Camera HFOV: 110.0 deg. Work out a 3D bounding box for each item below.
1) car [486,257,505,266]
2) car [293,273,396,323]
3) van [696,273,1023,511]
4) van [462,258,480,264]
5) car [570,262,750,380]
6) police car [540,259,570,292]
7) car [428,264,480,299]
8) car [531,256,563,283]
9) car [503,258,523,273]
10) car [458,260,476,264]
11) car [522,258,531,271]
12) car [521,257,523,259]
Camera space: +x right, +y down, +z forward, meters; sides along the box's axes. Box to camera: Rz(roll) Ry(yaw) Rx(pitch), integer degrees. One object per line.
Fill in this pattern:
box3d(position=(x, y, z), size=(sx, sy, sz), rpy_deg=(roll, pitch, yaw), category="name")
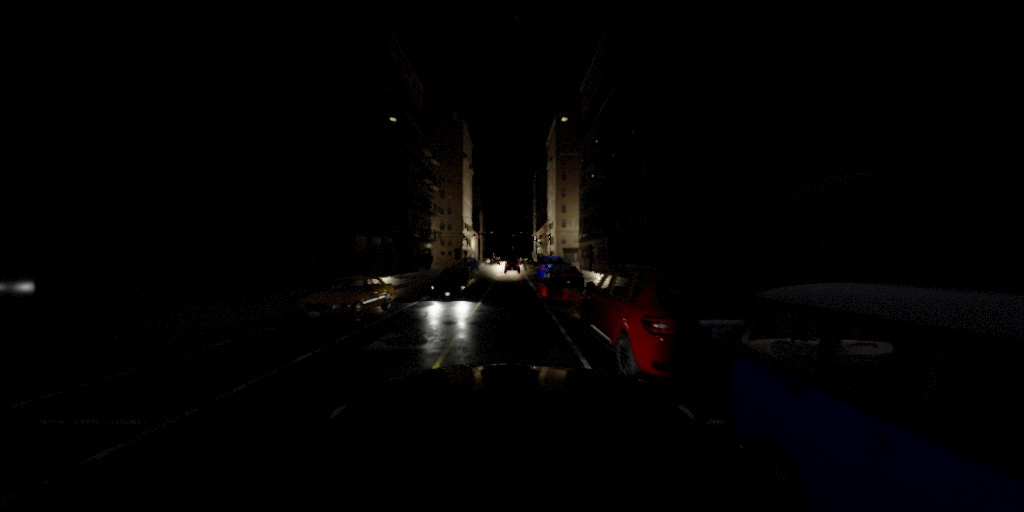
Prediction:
box3d(position=(-2.761, 0.922, 59.104), size=(2.128, 1.511, 4.902), rpy_deg=(0, 0, 0), category="car")
box3d(position=(-5.402, 1.281, 12.194), size=(1.751, 1.417, 4.829), rpy_deg=(0, 0, 0), category="car")
box3d(position=(2.689, 1.091, 1.553), size=(1.690, 1.789, 3.998), rpy_deg=(0, 0, 0), category="van")
box3d(position=(-5.400, 1.114, 44.800), size=(1.690, 1.789, 3.998), rpy_deg=(0, 0, 0), category="van")
box3d(position=(2.683, 1.068, 6.960), size=(2.192, 1.841, 5.009), rpy_deg=(0, 0, 0), category="car")
box3d(position=(3.005, 1.185, 21.689), size=(1.930, 1.638, 5.238), rpy_deg=(0, 0, 0), category="police car")
box3d(position=(-2.852, 1.306, 18.512), size=(2.033, 1.411, 5.357), rpy_deg=(0, 0, 0), category="car")
box3d(position=(2.976, 0.992, 28.609), size=(2.150, 2.045, 5.566), rpy_deg=(0, 0, 0), category="car")
box3d(position=(0.046, 1.299, 43.755), size=(1.812, 1.442, 4.674), rpy_deg=(0, 0, 1), category="car")
box3d(position=(-5.400, 1.352, 39.394), size=(1.802, 1.307, 4.207), rpy_deg=(0, 0, 0), category="car")
box3d(position=(2.635, 1.302, 50.379), size=(1.751, 1.417, 4.829), rpy_deg=(0, 0, 0), category="car")
box3d(position=(2.629, 1.330, 55.615), size=(2.007, 1.370, 4.403), rpy_deg=(0, 0, 0), category="car")
